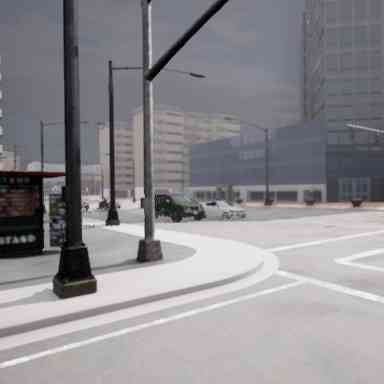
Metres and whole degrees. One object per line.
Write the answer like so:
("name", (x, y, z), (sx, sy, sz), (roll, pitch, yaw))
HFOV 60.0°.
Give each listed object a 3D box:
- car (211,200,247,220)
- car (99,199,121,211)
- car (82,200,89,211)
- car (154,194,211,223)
("car", (2.314, 1.399, 26.617), (1.812, 1.442, 4.674), (-1, 0, -35))
("car", (-11.303, 1.729, 45.490), (1.812, 1.442, 4.674), (-1, 0, -36))
("car", (-15.622, 1.804, 45.523), (1.837, 1.490, 4.892), (-1, -1, -35))
("car", (-1.357, 1.167, 25.724), (2.150, 2.045, 5.566), (-1, 0, -36))
